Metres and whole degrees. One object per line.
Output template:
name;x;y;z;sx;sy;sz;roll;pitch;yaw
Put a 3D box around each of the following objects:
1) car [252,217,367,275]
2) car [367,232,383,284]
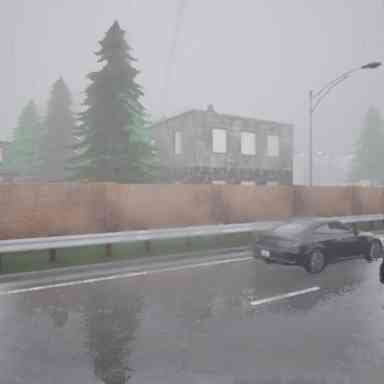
car;3.948;1.507;10.338;4.674;1.442;1.812;0;0;-33
car;6.239;1.544;7.647;4.181;1.385;1.994;0;0;-32
